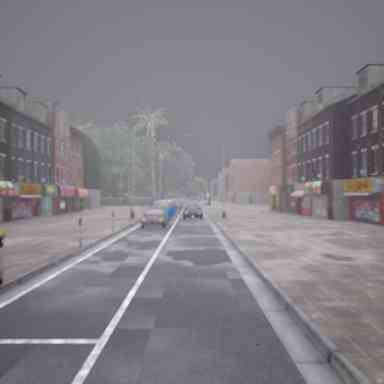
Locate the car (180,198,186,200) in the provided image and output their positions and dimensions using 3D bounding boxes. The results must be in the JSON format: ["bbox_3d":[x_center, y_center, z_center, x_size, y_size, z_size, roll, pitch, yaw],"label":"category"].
[{"bbox_3d":[-2.647,1.962,56.940,2.192,1.841,5.009,0,-1,0],"label":"car"}]

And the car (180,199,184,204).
[{"bbox_3d":[-2.646,2.131,51.474,2.008,1.369,4.403,0,-1,0],"label":"car"}]

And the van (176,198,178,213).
[{"bbox_3d":[-2.643,1.728,35.085,1.690,1.788,3.998,0,-1,0],"label":"van"}]

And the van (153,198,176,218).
[{"bbox_3d":[-2.643,1.664,29.621,1.690,1.788,3.998,0,-1,0],"label":"van"}]

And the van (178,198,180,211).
[{"bbox_3d":[-2.644,1.792,40.549,1.690,1.788,3.998,0,-1,0],"label":"van"}]

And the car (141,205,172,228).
[{"bbox_3d":[-2.642,1.841,24.154,1.802,1.307,4.206,0,-1,0],"label":"car"}]

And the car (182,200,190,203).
[{"bbox_3d":[0.038,2.042,42.800,1.994,1.385,4.181,0,-1,0],"label":"car"}]

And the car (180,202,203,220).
[{"bbox_3d":[0.086,1.953,32.095,1.895,1.301,4.718,0,-1,0],"label":"car"}]
